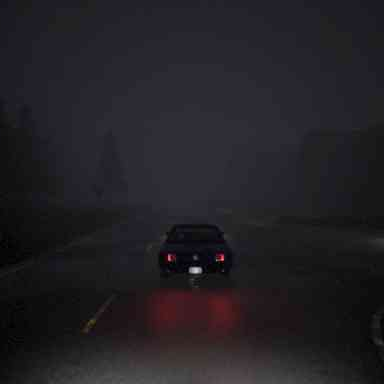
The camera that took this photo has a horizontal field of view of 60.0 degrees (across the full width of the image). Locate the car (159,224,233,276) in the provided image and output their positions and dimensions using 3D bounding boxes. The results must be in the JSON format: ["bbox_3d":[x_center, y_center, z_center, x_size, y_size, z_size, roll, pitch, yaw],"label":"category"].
[{"bbox_3d":[0.094,1.650,10.491,1.895,1.301,4.718,0,0,0],"label":"car"}]

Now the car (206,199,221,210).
[{"bbox_3d":[2.981,1.732,46.856,1.816,1.474,4.193,-6,0,-2],"label":"car"}]

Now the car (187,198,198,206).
[{"bbox_3d":[0.112,1.877,63.210,1.837,1.490,4.892,0,0,0],"label":"car"}]
